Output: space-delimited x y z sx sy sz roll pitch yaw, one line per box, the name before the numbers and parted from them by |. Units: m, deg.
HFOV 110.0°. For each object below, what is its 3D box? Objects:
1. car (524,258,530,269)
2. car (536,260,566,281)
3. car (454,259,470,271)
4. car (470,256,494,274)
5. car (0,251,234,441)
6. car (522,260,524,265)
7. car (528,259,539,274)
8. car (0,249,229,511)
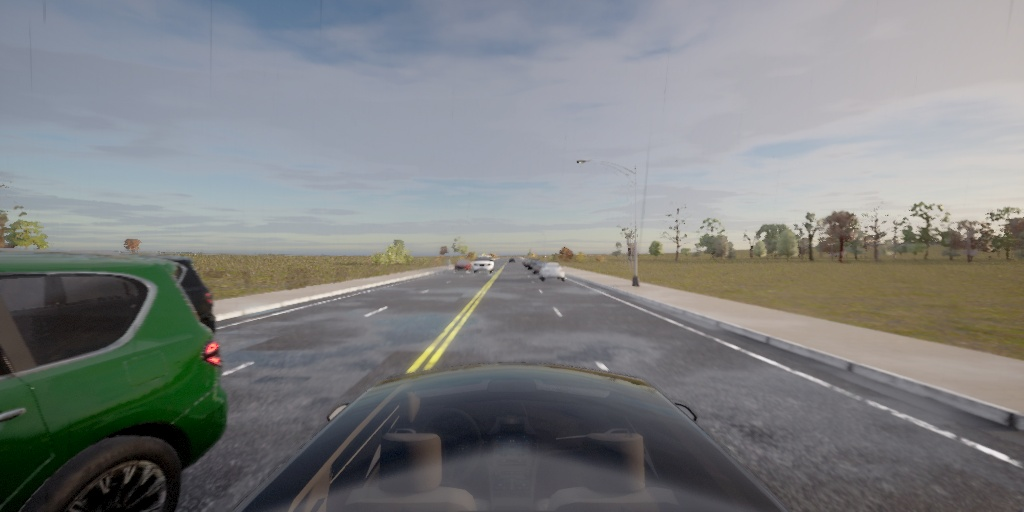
car | 3.245 1.180 51.588 2.033 1.649 4.856 0 0 0
car | 3.248 1.277 29.588 1.812 1.442 4.674 0 0 0
car | -6.555 1.227 48.482 1.882 1.535 5.008 0 0 1
car | -3.316 0.972 42.674 2.150 2.045 5.566 0 0 0
car | -6.596 0.972 4.345 2.150 2.045 5.566 0 0 0
car | 3.244 1.274 62.588 1.812 1.442 4.674 0 0 0
car | 3.246 1.298 40.588 2.033 1.411 5.357 0 0 0
car | -3.347 0.972 0.540 2.150 2.045 5.566 0 0 0
